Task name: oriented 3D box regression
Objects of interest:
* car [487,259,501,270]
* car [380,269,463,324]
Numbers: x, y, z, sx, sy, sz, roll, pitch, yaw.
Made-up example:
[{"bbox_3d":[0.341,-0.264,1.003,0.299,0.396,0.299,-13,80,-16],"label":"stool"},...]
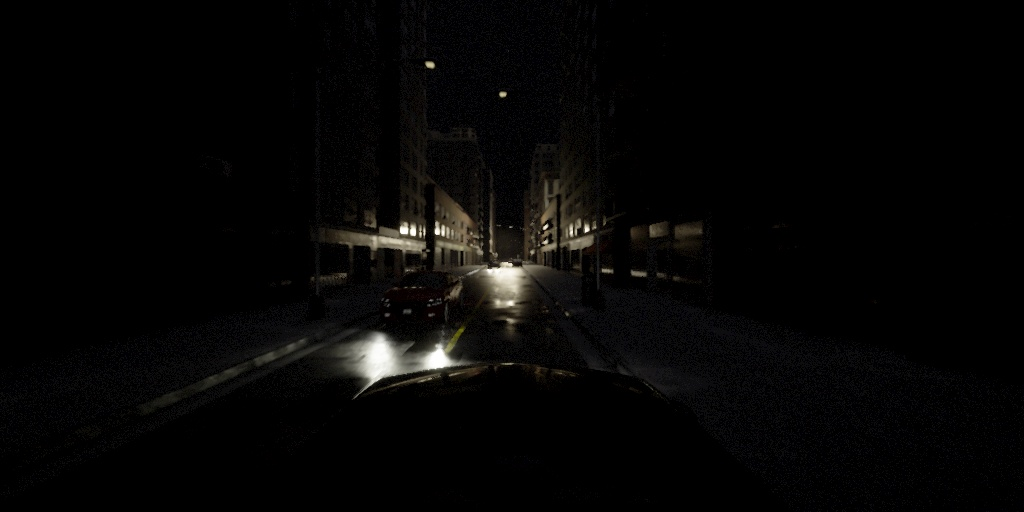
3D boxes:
[{"bbox_3d":[-2.783,1.283,55.536,2.128,1.511,4.902,0,0,1],"label":"car"},{"bbox_3d":[-2.846,1.230,12.218,1.882,1.535,5.008,0,0,0],"label":"car"}]
